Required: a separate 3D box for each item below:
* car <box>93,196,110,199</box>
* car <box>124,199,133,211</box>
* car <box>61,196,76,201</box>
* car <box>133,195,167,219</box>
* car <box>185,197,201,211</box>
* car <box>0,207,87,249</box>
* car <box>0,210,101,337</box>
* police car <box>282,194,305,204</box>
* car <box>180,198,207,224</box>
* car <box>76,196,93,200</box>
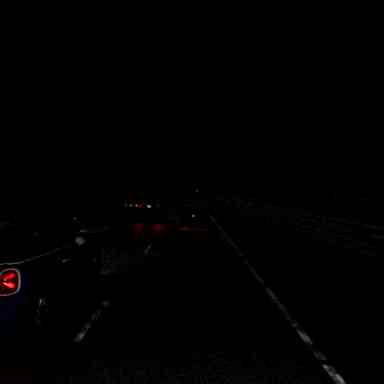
[{"bbox_3d":[-17.492,1.536,66.680,2.033,1.411,5.357,0,0,0],"label":"car"},{"bbox_3d":[-6.895,1.565,40.121,2.033,1.411,5.357,0,0,0],"label":"car"},{"bbox_3d":[-24.492,1.536,66.681,2.033,1.411,5.357,0,0,0],"label":"car"},{"bbox_3d":[-3.408,1.239,28.950,2.150,2.045,5.566,0,0,0],"label":"car"},{"bbox_3d":[0.105,1.495,42.835,1.882,1.535,5.008,0,0,0],"label":"car"},{"bbox_3d":[-6.898,1.560,15.881,2.033,1.411,5.357,0,0,0],"label":"car"},{"bbox_3d":[-3.398,1.359,6.825,2.097,1.767,4.553,0,0,0],"label":"car"},{"bbox_3d":[17.293,1.165,57.109,1.930,1.638,5.238,0,-2,-17],"label":"police car"},{"bbox_3d":[0.103,1.495,25.187,1.882,1.535,5.008,0,0,0],"label":"car"},{"bbox_3d":[-20.992,1.474,66.681,1.882,1.535,5.008,0,0,0],"label":"car"}]
